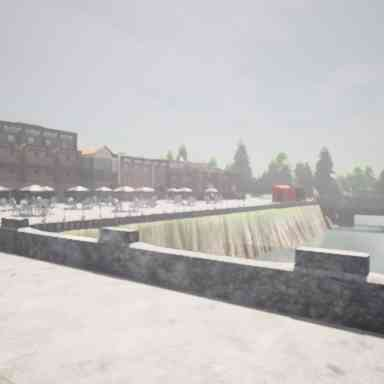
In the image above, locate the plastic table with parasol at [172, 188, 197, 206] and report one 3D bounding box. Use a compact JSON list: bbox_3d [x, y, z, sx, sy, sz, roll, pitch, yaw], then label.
[{"bbox_3d":[-1.001,0.651,46.285,2.482,2.480,2.482,1,0,35],"label":"plastic table with parasol"}]
